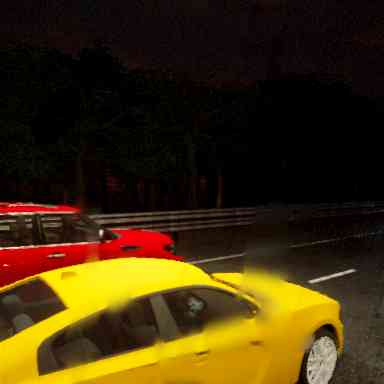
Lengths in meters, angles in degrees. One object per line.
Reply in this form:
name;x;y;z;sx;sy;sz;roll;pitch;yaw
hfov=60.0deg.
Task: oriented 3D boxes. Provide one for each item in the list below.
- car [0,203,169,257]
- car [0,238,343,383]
car;-2.825;1.214;6.037;5.566;2.045;2.150;-1;0;-36
car;-0.423;1.466;3.453;5.008;1.535;1.882;-1;0;-36
